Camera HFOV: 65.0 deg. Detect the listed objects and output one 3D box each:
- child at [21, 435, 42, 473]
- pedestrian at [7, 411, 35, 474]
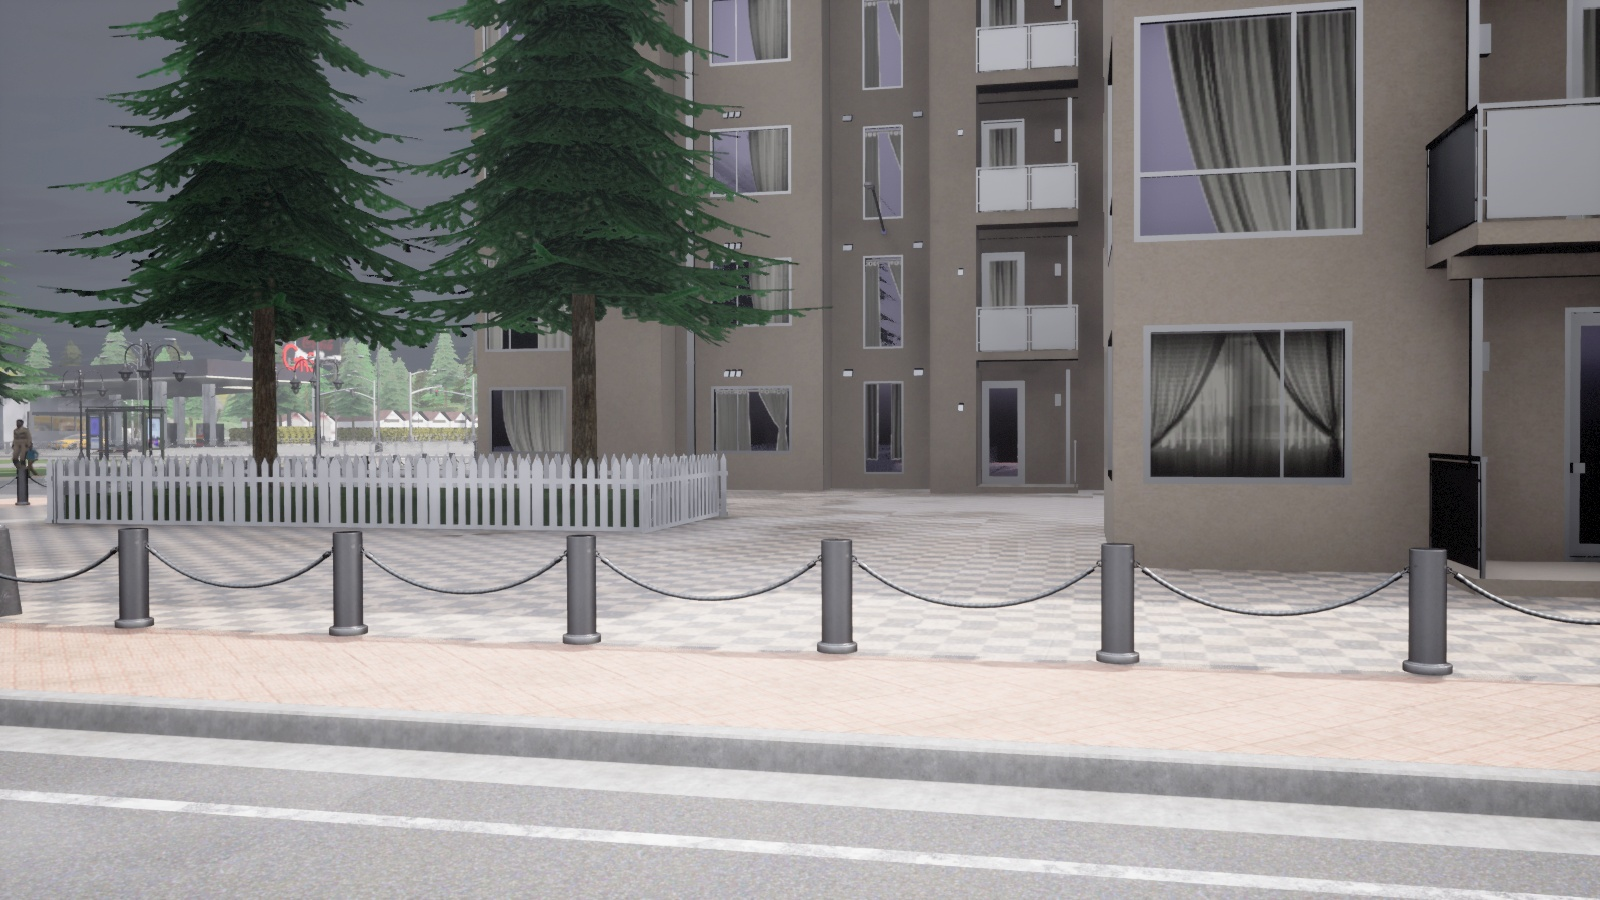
[{"bbox_3d":[-24.436,0.121,39.907,0.343,1.192,0.448,1,1,19],"label":"child"},{"bbox_3d":[-24.082,-0.240,38.812,0.396,1.930,0.692,0,1,5],"label":"pedestrian"}]
